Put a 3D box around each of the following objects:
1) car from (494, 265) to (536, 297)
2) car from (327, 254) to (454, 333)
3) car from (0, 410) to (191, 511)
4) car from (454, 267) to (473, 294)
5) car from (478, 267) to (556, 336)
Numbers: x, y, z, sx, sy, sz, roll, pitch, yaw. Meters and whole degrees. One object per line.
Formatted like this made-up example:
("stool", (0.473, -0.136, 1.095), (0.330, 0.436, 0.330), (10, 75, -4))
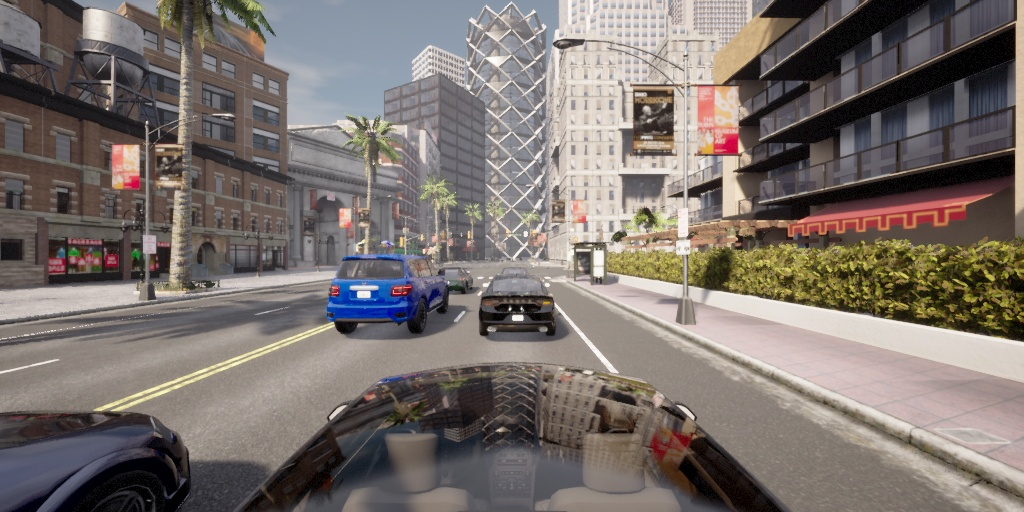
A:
("car", (0.144, 1.297, 20.061), (2.033, 1.411, 5.357), (0, 0, 0))
("car", (-3.376, 0.971, 10.876), (2.150, 2.045, 5.566), (0, 0, 0))
("car", (-3.341, 1.314, 0.867), (1.994, 1.385, 4.181), (0, 0, 0))
("car", (-3.350, 1.314, 20.235), (1.994, 1.385, 4.181), (0, 0, 0))
("car", (0.131, 1.228, 10.471), (1.882, 1.535, 5.008), (0, 0, 0))
